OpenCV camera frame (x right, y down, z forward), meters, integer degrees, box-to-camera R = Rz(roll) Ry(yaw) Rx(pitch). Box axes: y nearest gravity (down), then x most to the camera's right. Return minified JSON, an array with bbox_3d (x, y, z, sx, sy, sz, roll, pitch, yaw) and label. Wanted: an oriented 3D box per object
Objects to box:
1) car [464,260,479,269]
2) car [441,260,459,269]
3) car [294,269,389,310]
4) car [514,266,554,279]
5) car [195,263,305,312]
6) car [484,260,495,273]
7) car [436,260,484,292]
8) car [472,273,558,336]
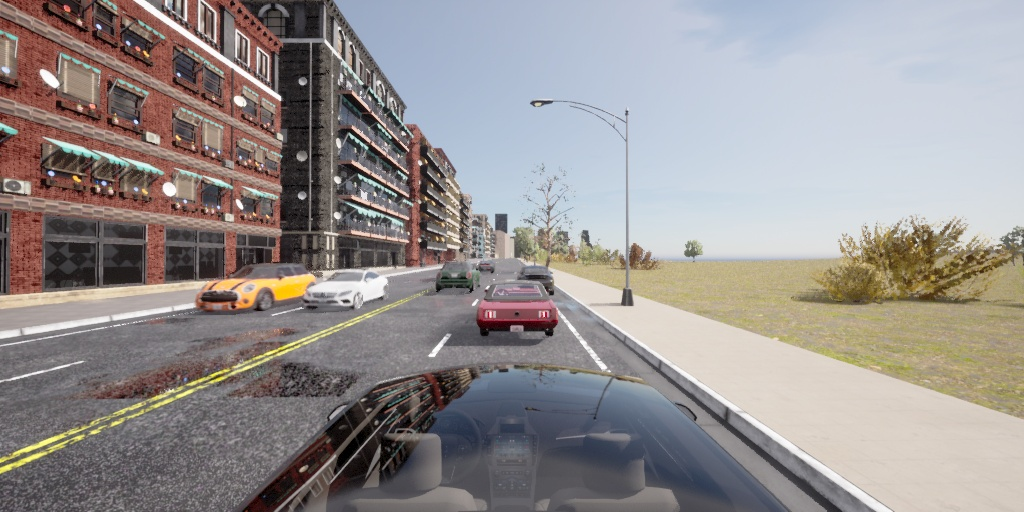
[{"bbox_3d":[-6.380,1.351,56.991,1.895,1.301,4.718,0,0,0],"label":"car"},{"bbox_3d":[-9.634,1.351,56.178,1.895,1.301,4.718,0,0,0],"label":"car"},{"bbox_3d":[-6.552,1.277,14.761,1.812,1.442,4.674,0,0,0],"label":"car"},{"bbox_3d":[1.204,1.257,19.523,1.837,1.490,4.892,0,0,0],"label":"car"},{"bbox_3d":[-9.805,1.104,14.192,2.097,1.767,4.553,0,0,0],"label":"car"},{"bbox_3d":[-2.996,1.242,42.515,2.128,1.511,4.902,0,0,0],"label":"car"},{"bbox_3d":[-3.078,1.103,21.284,2.097,1.767,4.553,0,0,0],"label":"car"},{"bbox_3d":[0.131,1.352,10.323,1.895,1.301,4.718,0,0,0],"label":"car"}]
